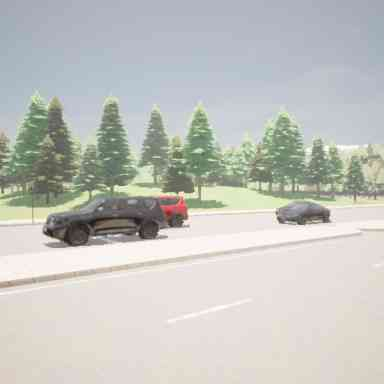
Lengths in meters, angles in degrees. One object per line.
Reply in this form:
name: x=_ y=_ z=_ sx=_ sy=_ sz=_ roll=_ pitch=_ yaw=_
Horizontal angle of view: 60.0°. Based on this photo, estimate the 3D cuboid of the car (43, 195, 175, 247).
car: x=-3.833 y=1.223 z=15.426 sx=5.566 sy=2.045 sz=2.150 roll=0 pitch=0 yaw=-36

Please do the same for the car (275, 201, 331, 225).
car: x=8.135 y=1.526 z=23.906 sx=4.674 sy=1.442 sz=1.812 roll=0 pitch=0 yaw=-35

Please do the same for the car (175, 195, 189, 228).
car: x=-2.793 y=1.223 z=20.493 sx=5.566 sy=2.045 sz=2.150 roll=0 pitch=0 yaw=-36

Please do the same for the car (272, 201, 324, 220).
car: x=9.247 y=1.526 z=28.934 sx=4.674 sy=1.442 sz=1.812 roll=0 pitch=0 yaw=-35
